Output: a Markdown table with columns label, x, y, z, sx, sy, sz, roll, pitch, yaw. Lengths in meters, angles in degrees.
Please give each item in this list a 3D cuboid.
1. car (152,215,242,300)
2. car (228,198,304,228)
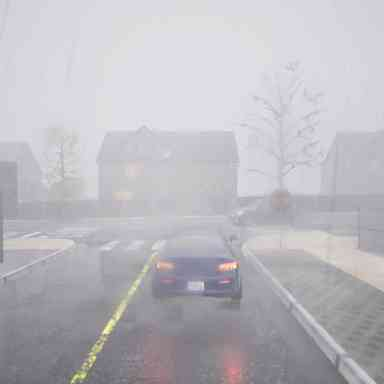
| label | x | y | z | sx | sy | sz | roll | pitch | yaw |
| --- | --- | --- | --- | --- | --- | --- | --- | --- | --- |
| car | 0.170 | 1.525 | 8.276 | 1.812 | 1.442 | 4.674 | 0 | 0 | 3 |
| car | 4.453 | 1.191 | 20.634 | 4.553 | 1.767 | 2.097 | -2 | 1 | -12 |
